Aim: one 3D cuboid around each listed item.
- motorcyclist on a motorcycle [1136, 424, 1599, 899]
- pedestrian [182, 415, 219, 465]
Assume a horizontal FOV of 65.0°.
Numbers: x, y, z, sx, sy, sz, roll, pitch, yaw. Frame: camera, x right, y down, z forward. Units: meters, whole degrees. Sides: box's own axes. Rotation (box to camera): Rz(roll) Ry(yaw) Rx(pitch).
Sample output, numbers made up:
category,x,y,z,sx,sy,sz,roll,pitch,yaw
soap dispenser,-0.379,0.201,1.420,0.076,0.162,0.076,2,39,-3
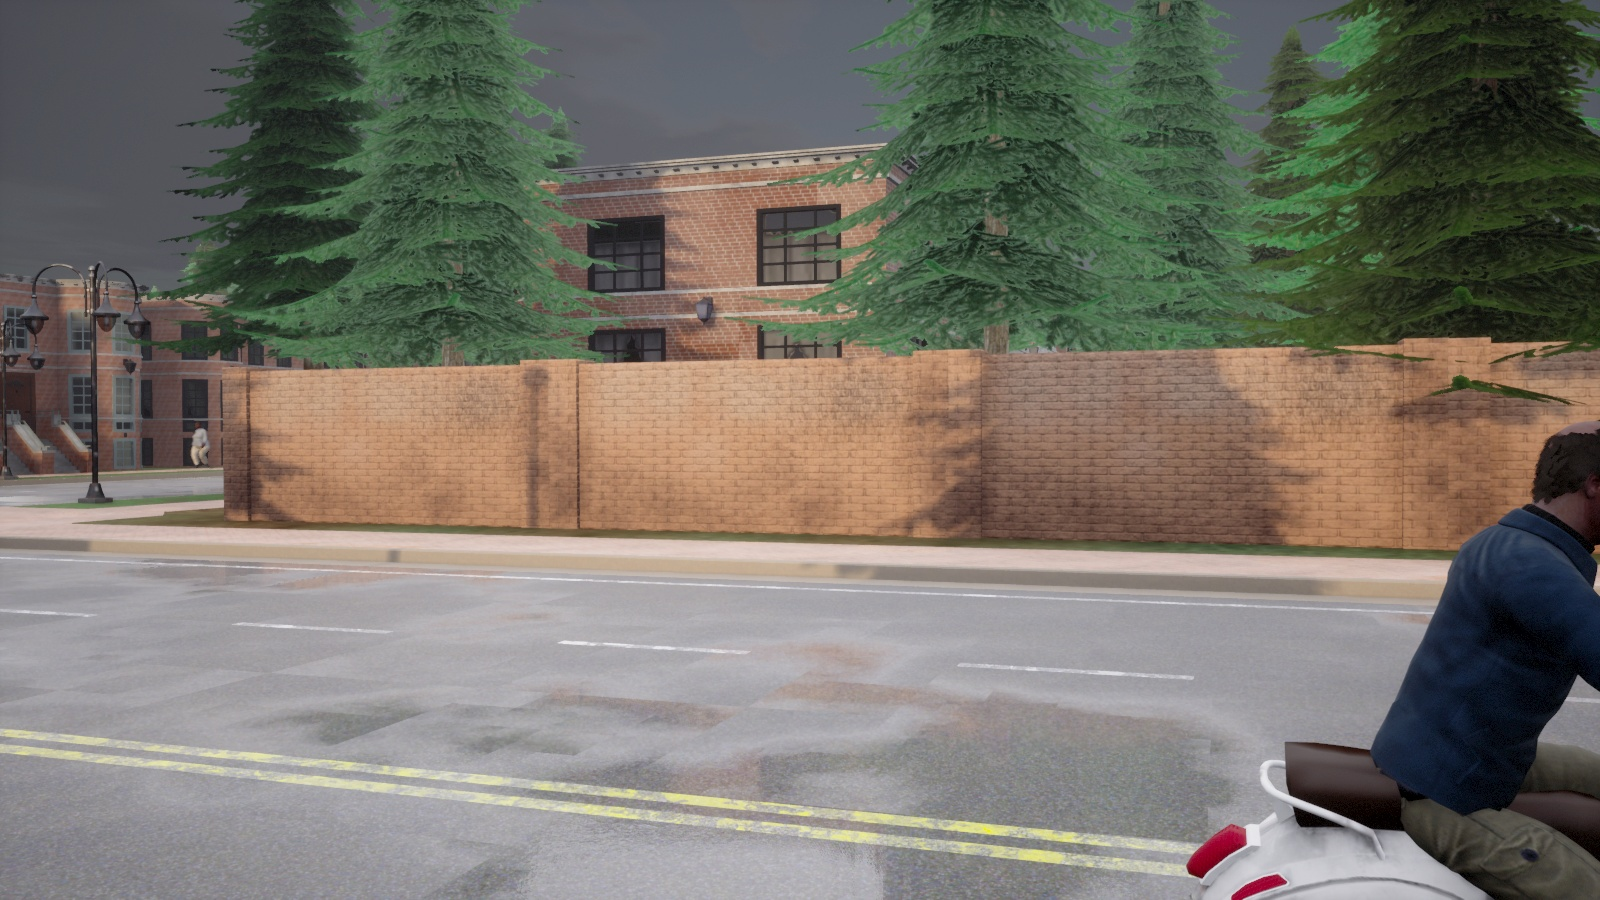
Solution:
category,x,y,z,sx,sy,sz,roll,pitch,yaw
motorcyclist on a motorcycle,1.671,0.744,2.630,1.817,1.590,0.866,0,1,19
pedestrian,-22.408,-0.385,46.933,0.874,1.855,0.900,1,1,20
